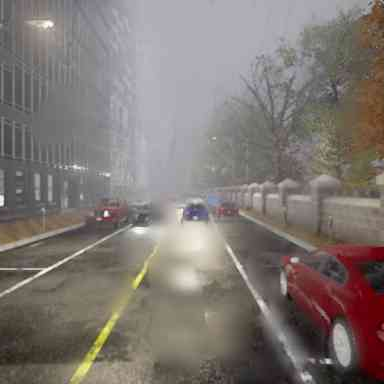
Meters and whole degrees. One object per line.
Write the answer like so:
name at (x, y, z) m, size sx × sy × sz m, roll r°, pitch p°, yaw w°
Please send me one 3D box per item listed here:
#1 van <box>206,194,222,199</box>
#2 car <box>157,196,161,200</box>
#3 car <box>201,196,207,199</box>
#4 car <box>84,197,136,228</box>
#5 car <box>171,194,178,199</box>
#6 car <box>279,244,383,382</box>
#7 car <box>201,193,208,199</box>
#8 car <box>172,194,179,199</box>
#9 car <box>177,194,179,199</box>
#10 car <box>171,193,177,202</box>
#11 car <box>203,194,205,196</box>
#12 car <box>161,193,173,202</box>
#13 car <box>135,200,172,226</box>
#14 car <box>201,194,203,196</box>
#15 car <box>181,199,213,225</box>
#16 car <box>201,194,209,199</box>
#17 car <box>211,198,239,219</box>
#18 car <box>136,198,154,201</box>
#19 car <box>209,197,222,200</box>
van at (3.203, 1.175, 44.902) m, size 1.690 × 1.788 × 3.998 m, roll 0°, pitch 0°, yaw 1°
car at (-5.089, 1.406, 38.527) m, size 2.008 × 1.369 × 4.403 m, roll 0°, pitch 0°, yaw 1°
car at (0.516, 1.450, 40.630) m, size 1.895 × 1.301 × 4.718 m, roll 0°, pitch 0°, yaw 1°
car at (-5.344, 1.233, 21.662) m, size 2.192 × 1.841 × 5.009 m, roll 0°, pitch 0°, yaw 1°
car at (-4.648, 1.183, 89.104) m, size 1.752 × 1.417 × 4.829 m, roll 0°, pitch 0°, yaw 0°
car at (2.716, 1.525, 5.453) m, size 1.887 × 1.381 × 4.507 m, roll 0°, pitch 0°, yaw 0°
car at (3.484, 1.157, 95.653) m, size 1.752 × 1.417 × 4.829 m, roll 0°, pitch 0°, yaw -1°
car at (-4.681, 1.178, 94.917) m, size 1.887 × 1.381 × 4.507 m, roll 0°, pitch 0°, yaw 0°
car at (-4.633, 1.230, 77.813) m, size 1.752 × 1.417 × 4.829 m, roll 0°, pitch 0°, yaw 0°
car at (-4.682, 1.064, 66.698) m, size 2.192 × 1.841 × 5.009 m, roll 0°, pitch 0°, yaw 1°
car at (3.446, 1.353, 61.755) m, size 1.802 × 1.307 × 4.206 m, roll 0°, pitch 0°, yaw 1°
car at (-4.798, 1.343, 55.420) m, size 2.008 × 1.369 × 4.403 m, roll 0°, pitch 0°, yaw 1°
car at (-2.713, 1.480, 22.412) m, size 1.994 × 1.385 × 4.181 m, roll 0°, pitch 0°, yaw 1°
car at (3.493, 1.299, 67.374) m, size 2.008 × 1.369 × 4.403 m, roll 0°, pitch 0°, yaw 0°
car at (0.242, 1.440, 23.033) m, size 1.812 × 1.442 × 4.674 m, roll 0°, pitch 0°, yaw 1°
car at (3.518, 1.207, 89.859) m, size 2.008 × 1.369 × 4.403 m, roll 0°, pitch 0°, yaw 0°
car at (2.908, 1.441, 28.015) m, size 1.887 × 1.381 × 4.507 m, roll 0°, pitch 0°, yaw 1°
car at (-5.189, 1.427, 32.907) m, size 2.008 × 1.369 × 4.403 m, roll 0°, pitch 0°, yaw 1°
car at (2.995, 1.442, 33.655) m, size 1.947 × 1.339 × 4.313 m, roll 0°, pitch 0°, yaw 1°
